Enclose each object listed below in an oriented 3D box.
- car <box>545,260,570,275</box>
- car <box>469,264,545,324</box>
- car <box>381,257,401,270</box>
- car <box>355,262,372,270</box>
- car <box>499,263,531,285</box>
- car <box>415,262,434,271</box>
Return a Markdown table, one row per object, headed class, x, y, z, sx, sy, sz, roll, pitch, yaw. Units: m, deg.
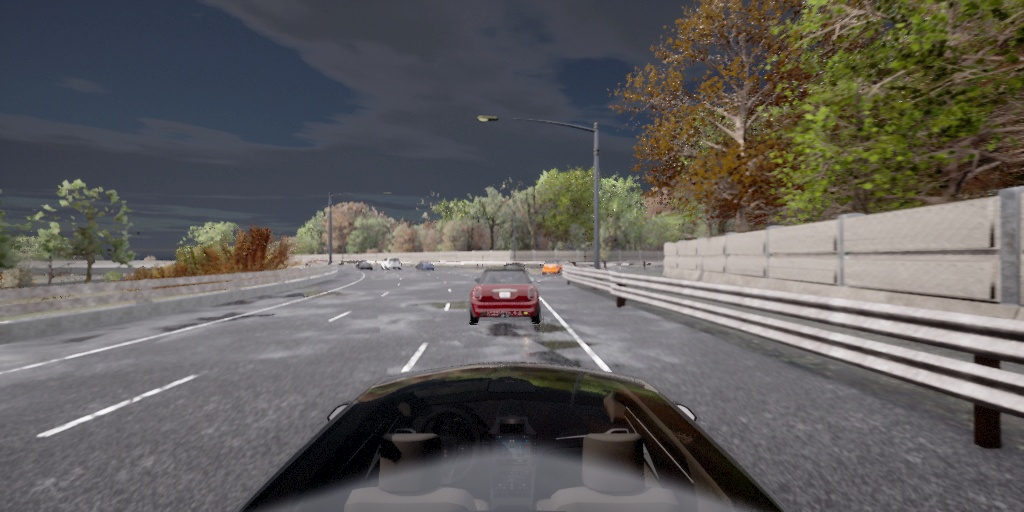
| class | x | y | z | sx | sy | sz | roll | pitch | yaw |
| --- | --- | --- | --- | --- | --- | --- | --- | --- | --- |
| car | 5.257 | 1.243 | 41.456 | 2.097 | 1.767 | 4.553 | 0 | 0 | 28 |
| car | -0.249 | 1.144 | 12.357 | 2.097 | 1.767 | 4.553 | 0 | 0 | -1 |
| car | -19.659 | 1.251 | 58.092 | 2.150 | 2.045 | 5.566 | 0 | 0 | -31 |
| car | -24.355 | 1.610 | 58.858 | 1.994 | 1.385 | 4.181 | 0 | 0 | -33 |
| car | 0.345 | 1.359 | 28.308 | 1.837 | 1.490 | 4.892 | -1 | 0 | 9 |
| car | -13.160 | 1.541 | 53.796 | 2.033 | 1.411 | 5.357 | 0 | 0 | -27 |
